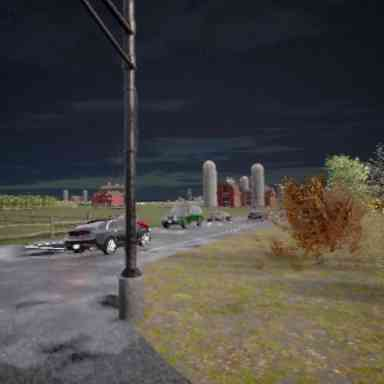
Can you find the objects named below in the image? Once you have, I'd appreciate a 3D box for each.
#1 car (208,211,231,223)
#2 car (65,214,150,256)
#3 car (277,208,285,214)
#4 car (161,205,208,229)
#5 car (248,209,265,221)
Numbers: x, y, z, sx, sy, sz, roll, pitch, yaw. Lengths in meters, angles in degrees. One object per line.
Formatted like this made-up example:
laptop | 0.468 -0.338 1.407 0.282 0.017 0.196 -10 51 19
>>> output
car | 3.338 2.960 40.388 1.994 1.385 4.181 -2 -2 24
car | -3.731 1.991 15.552 1.837 1.490 4.892 -5 -3 21
car | 15.812 3.577 59.336 2.033 1.411 5.357 -2 -2 24
car | -0.773 2.294 31.195 2.150 2.045 5.566 -2 -2 24
car | 8.605 2.935 43.153 1.882 1.535 5.008 -2 -2 24
